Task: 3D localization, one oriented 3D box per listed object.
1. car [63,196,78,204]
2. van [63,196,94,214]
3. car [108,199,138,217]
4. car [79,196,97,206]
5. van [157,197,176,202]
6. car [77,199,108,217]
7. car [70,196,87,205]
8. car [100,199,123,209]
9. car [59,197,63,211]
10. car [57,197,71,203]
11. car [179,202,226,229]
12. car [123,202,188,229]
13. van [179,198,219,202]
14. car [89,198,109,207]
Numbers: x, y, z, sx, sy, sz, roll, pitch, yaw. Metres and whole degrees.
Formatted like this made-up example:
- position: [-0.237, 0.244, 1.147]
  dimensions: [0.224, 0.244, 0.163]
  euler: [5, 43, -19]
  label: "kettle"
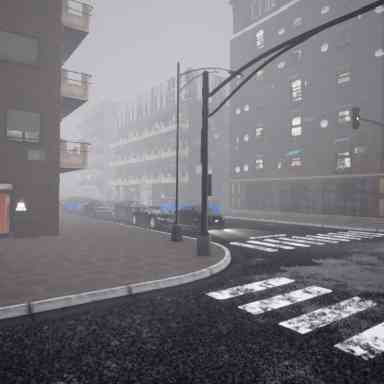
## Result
- position: [-24.636, 1.614, 67.467]
  dimensions: [1.967, 1.590, 4.097]
  euler: [1, -1, -35]
  label: "car"
- position: [-12.017, 1.361, 35.381]
  dimensions: [1.690, 1.788, 3.998]
  euler: [1, -1, -35]
  label: "van"
- position: [-5.546, 1.528, 30.359]
  dimensions: [2.128, 1.511, 4.902]
  euler: [1, -1, -35]
  label: "car"
- position: [-18.270, 1.597, 58.266]
  dimensions: [1.967, 1.590, 4.097]
  euler: [1, -1, -35]
  label: "car"
- position: [-2.354, 1.450, 35.265]
  dimensions: [1.690, 1.788, 3.998]
  euler: [1, -1, -35]
  label: "van"
- position: [-8.836, 1.592, 30.779]
  dimensions: [1.802, 1.307, 4.206]
  euler: [1, -1, -35]
  label: "car"
- position: [-21.453, 1.606, 62.866]
  dimensions: [1.967, 1.590, 4.097]
  euler: [1, -1, -35]
  label: "car"
- position: [-11.905, 1.683, 49.064]
  dimensions: [1.887, 1.381, 4.507]
  euler: [1, -1, -35]
  label: "car"
- position: [-15.202, 1.581, 39.980]
  dimensions: [2.008, 1.369, 4.403]
  euler: [1, -1, -35]
  label: "car"
- position: [-27.821, 1.727, 72.067]
  dimensions: [1.887, 1.381, 4.507]
  euler: [1, -1, -35]
  label: "car"
- position: [0.358, 1.581, 21.823]
  dimensions: [1.994, 1.385, 4.181]
  euler: [1, -1, -35]
  label: "car"
- position: [-2.470, 1.540, 21.579]
  dimensions: [2.008, 1.369, 4.403]
  euler: [1, -1, -35]
  label: "car"
- position: [0.829, 1.439, 30.664]
  dimensions: [1.690, 1.788, 3.998]
  euler: [1, -1, -35]
  label: "van"
- position: [-15.088, 1.730, 53.664]
  dimensions: [1.802, 1.307, 4.206]
  euler: [1, -1, -35]
  label: "car"
